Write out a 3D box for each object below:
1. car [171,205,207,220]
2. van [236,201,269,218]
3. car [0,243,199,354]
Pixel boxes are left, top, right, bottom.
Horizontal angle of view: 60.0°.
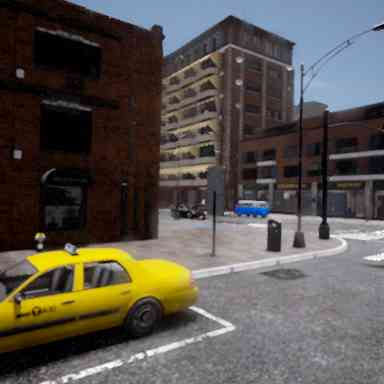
[{"bbox_3d":[-0.391,1.906,31.490,1.947,1.339,4.313,1,-1,-35],"label":"car"},{"bbox_3d":[6.497,1.911,36.264,1.690,1.788,3.998,1,-1,-35],"label":"van"},{"bbox_3d":[-2.158,1.537,5.173,4.829,1.417,1.752,1,1,-36],"label":"car"}]
